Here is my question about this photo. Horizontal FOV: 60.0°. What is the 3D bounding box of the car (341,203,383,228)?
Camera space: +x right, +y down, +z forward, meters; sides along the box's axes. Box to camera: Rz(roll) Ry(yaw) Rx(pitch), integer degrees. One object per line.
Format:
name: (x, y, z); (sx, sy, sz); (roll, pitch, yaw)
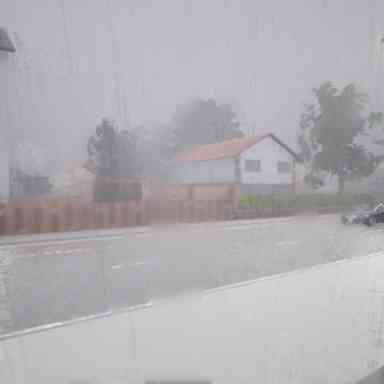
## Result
car: (11.958, 1.480, 22.330); (4.902, 1.511, 2.128); (0, 0, -35)
